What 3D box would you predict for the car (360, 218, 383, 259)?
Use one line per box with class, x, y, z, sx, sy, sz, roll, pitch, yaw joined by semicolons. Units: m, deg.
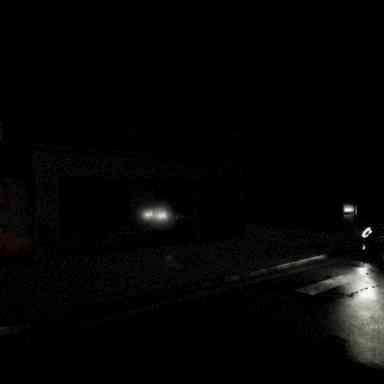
car;7.600;1.276;11.209;4.553;1.767;2.097;-1;0;-37
